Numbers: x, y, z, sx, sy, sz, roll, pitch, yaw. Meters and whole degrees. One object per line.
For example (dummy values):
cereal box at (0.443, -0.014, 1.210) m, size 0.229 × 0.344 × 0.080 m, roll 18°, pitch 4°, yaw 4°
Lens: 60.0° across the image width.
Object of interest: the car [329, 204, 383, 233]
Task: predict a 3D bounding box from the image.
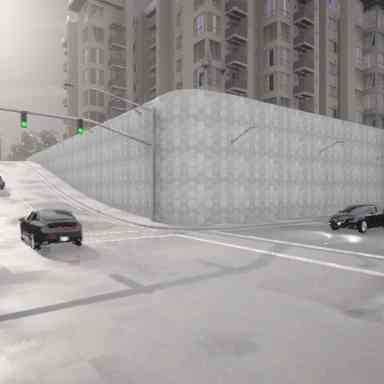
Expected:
car at (10.106, 1.505, 19.803) m, size 4.892 × 1.490 × 1.837 m, roll 0°, pitch 0°, yaw -36°

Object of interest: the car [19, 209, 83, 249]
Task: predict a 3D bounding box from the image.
car at (-6.277, 1.515, 14.623) m, size 1.837 × 1.490 × 4.892 m, roll 0°, pitch 0°, yaw -36°

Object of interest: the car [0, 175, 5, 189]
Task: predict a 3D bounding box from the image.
car at (-21.172, -1.256, 35.353) m, size 1.895 × 1.301 × 4.718 m, roll 0°, pitch 12°, yaw -36°
